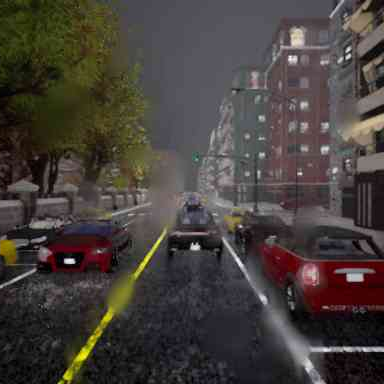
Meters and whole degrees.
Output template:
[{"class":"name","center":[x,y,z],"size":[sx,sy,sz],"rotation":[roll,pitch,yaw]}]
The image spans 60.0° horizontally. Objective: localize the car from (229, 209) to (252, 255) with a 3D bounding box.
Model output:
[{"class":"car","center":[2.687,1.556,13.049],"size":[1.947,1.339,4.313],"rotation":[0,0,0]}]

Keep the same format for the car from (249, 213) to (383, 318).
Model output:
[{"class":"car","center":[2.687,1.434,7.418],"size":[1.967,1.590,4.097],"rotation":[0,0,0]}]

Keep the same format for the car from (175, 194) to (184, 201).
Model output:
[{"class":"car","center":[-3.010,1.341,80.517],"size":[2.097,1.767,4.553],"rotation":[0,0,0]}]

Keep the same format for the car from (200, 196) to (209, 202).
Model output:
[{"class":"car","center":[2.677,1.528,73.316],"size":[1.887,1.381,4.507],"rotation":[0,0,0]}]

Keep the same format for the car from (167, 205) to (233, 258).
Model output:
[{"class":"car","center":[0.099,1.483,12.583],"size":[2.128,1.511,4.902],"rotation":[0,0,0]}]

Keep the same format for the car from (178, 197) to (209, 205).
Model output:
[{"class":"car","center":[0.096,1.474,29.738],"size":[2.128,1.511,4.902],"rotation":[0,0,0]}]

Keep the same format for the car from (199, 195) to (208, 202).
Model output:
[{"class":"car","center":[2.676,1.536,78.852],"size":[2.008,1.369,4.403],"rotation":[0,0,0]}]

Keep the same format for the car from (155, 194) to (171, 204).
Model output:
[{"class":"car","center":[-5.702,1.294,62.244],"size":[2.192,1.841,5.009],"rotation":[0,0,0]}]

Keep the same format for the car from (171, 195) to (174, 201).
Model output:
[{"class":"car","center":[-5.704,1.423,73.314],"size":[1.967,1.590,4.097],"rotation":[0,0,0]}]

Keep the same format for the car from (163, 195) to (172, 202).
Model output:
[{"class":"car","center":[-5.704,1.530,78.850],"size":[1.887,1.381,4.507],"rotation":[0,0,0]}]

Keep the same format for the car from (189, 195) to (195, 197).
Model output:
[{"class":"car","center":[-0.011,1.519,87.554],"size":[2.033,1.411,5.357],"rotation":[0,0,0]}]

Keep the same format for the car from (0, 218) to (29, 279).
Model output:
[{"class":"car","center":[-5.693,1.519,7.247],"size":[1.752,1.417,4.829],"rotation":[0,0,0]}]

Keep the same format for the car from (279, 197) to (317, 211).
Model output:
[{"class":"car","center":[14.609,1.567,45.674],"size":[5.009,1.841,2.192],"rotation":[1,-1,0]}]

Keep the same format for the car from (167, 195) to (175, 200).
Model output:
[{"class":"car","center":[-5.705,1.572,89.920],"size":[1.802,1.307,4.206],"rotation":[0,0,0]}]

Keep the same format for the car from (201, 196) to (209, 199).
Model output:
[{"class":"car","center":[2.678,1.506,67.951],"size":[1.752,1.417,4.829],"rotation":[0,0,0]}]

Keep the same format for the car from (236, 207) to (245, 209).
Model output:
[{"class":"car","center":[2.686,1.512,18.850],"size":[1.752,1.417,4.829],"rotation":[0,0,0]}]

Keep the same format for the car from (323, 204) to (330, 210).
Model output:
[{"class":"car","center":[20.299,1.900,45.690],"size":[4.507,1.381,1.887],"rotation":[1,-1,0]}]

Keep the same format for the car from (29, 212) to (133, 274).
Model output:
[{"class":"car","center":[-3.097,1.555,10.386],"size":[1.994,1.385,4.181],"rotation":[0,0,0]}]

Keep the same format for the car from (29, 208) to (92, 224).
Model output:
[{"class":"car","center":[-5.693,1.541,13.047],"size":[2.008,1.369,4.403],"rotation":[0,0,0]}]

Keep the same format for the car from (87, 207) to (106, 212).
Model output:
[{"class":"car","center":[-5.695,1.513,18.508],"size":[1.752,1.417,4.829],"rotation":[0,0,0]}]
